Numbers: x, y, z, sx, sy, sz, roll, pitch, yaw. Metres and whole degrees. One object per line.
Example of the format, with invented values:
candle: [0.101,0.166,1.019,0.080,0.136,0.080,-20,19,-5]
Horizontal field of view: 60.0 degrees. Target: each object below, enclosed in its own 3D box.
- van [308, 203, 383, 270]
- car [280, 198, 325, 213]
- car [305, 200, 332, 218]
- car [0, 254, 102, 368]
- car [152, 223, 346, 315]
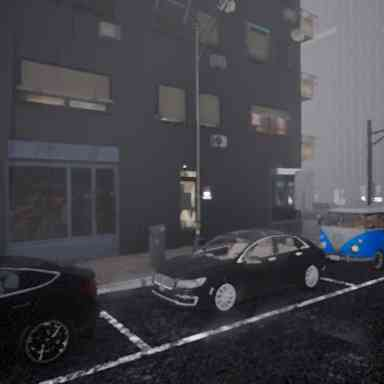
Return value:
van: [5.781,1.349,10.701,3.998,1.788,1.690,0,-1,-35]
car: [11.825,1.427,35.859,1.947,1.339,4.313,-1,1,-35]
car: [10.818,1.515,27.225,2.033,1.411,5.357,-1,1,-35]
car: [-3.339,1.565,4.192,4.313,1.339,1.947,0,-1,-35]
car: [1.222,1.554,7.446,4.403,1.369,2.008,0,-1,-35]
